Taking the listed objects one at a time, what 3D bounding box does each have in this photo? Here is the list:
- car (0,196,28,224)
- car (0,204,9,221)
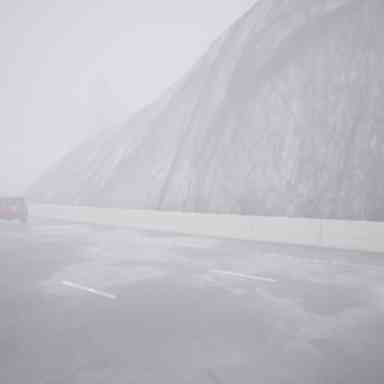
[{"bbox_3d":[-14.476,1.351,25.542,2.150,2.045,5.566,0,0,-45],"label":"car"},{"bbox_3d":[-12.761,1.577,19.140,4.902,1.511,2.128,0,-1,42],"label":"car"}]
